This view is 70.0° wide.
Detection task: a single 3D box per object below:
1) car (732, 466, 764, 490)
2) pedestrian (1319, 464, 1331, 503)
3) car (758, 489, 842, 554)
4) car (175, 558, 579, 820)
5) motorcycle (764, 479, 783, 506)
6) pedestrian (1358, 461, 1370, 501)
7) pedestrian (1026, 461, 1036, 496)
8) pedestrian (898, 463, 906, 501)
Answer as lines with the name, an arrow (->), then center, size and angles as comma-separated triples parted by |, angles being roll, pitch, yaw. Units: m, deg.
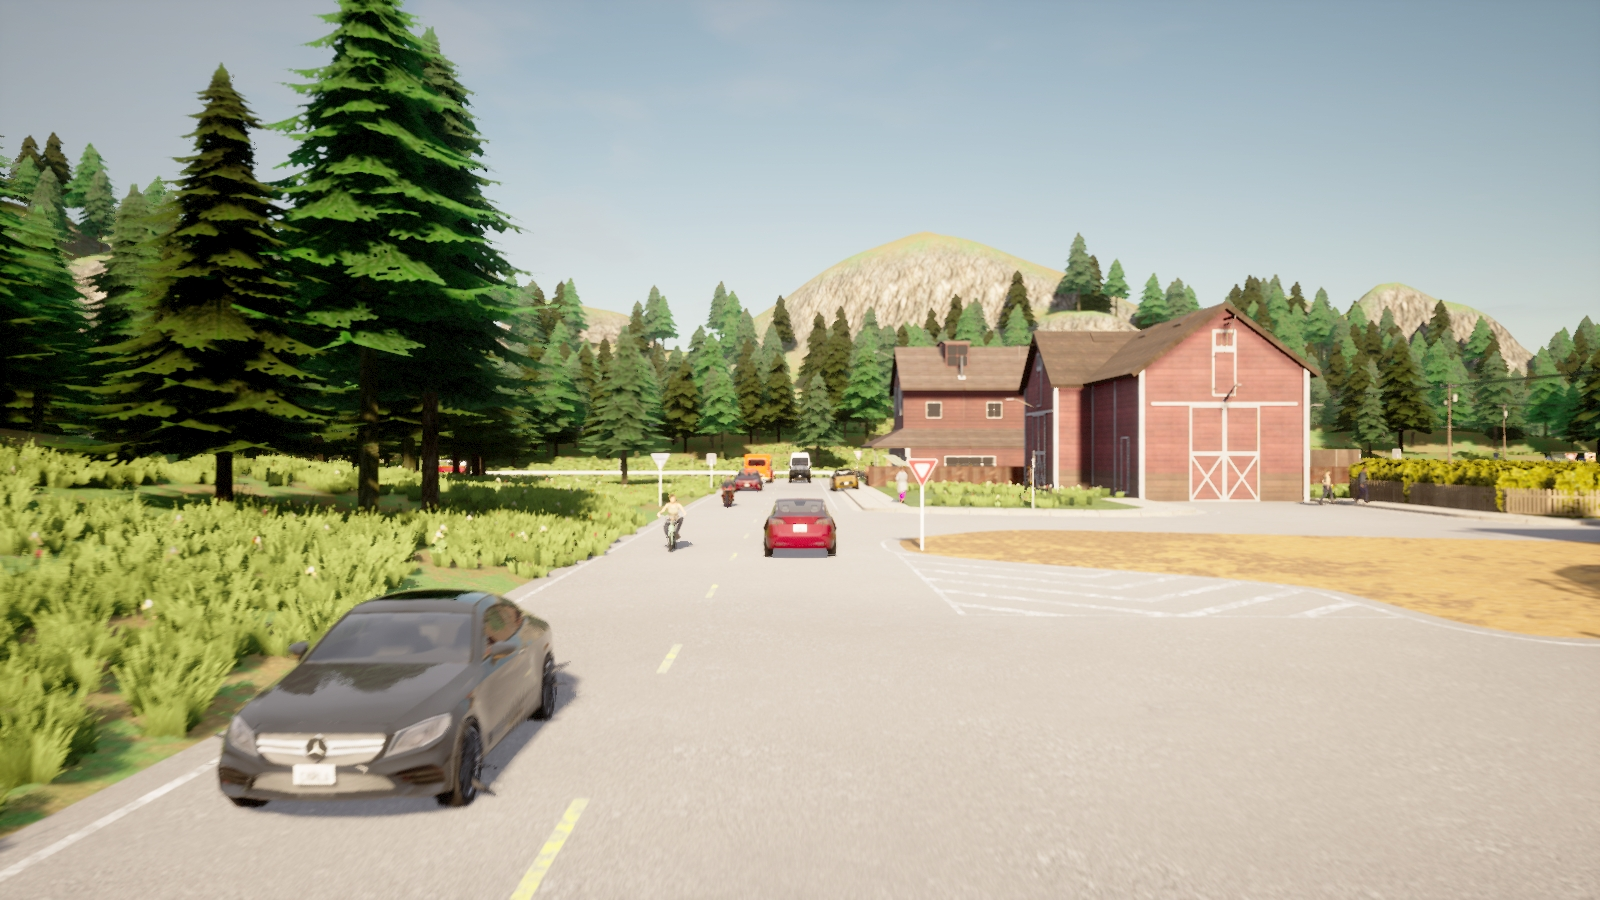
car -> -3.499, 1.900, 77.474 | 2.007, 1.525, 4.514 | 0, 0, 0
pedestrian -> 25.318, 1.617, 55.079 | 0.375, 1.860, 0.375 | 0, 0, -11
car -> 0.001, 1.923, 31.743 | 2.163, 1.488, 4.792 | 0, 0, 0
car -> -3.500, 1.941, 10.562 | 2.002, 1.442, 4.674 | 0, 0, 0
motorcycle -> -1.300, 2.065, 55.793 | 0.867, 1.251, 2.209 | 0, 0, 0
pedestrian -> 26.728, 1.466, 54.166 | 0.375, 1.860, 0.375 | 0, 0, -26
pedestrian -> 12.254, 1.497, 60.659 | 0.375, 1.860, 0.375 | 0, 0, -39
pedestrian -> 5.009, 1.556, 56.237 | 0.375, 1.860, 0.375 | 0, 0, -1
